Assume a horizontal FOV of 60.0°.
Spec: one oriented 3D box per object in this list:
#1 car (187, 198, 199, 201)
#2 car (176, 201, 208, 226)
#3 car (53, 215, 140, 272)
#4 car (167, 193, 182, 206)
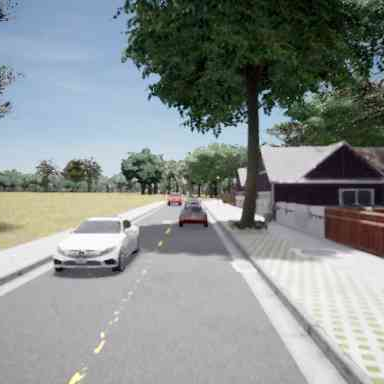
[{"bbox_3d":[0.090,1.467,39.730,1.837,1.490,4.892,0,1,0],"label":"car"},{"bbox_3d":[0.101,1.562,23.222,1.994,1.385,4.181,0,0,0],"label":"car"},{"bbox_3d":[-2.857,1.531,10.913,1.812,1.442,4.674,0,0,0],"label":"car"},{"bbox_3d":[-2.756,1.126,53.348,2.150,2.045,5.566,0,0,0],"label":"car"}]
